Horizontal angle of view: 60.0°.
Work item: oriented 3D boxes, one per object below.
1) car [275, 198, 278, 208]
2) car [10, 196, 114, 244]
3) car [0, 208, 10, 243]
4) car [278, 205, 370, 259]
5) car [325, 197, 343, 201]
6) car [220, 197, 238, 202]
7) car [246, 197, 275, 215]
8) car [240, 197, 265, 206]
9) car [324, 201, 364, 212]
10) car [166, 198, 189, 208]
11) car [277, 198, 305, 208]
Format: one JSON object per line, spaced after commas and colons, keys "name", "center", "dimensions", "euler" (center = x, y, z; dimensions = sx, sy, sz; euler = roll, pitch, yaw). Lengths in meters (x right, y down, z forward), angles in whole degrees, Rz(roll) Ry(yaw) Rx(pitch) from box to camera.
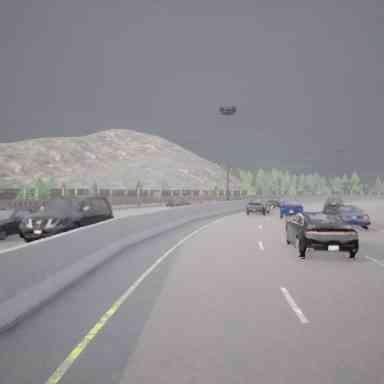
{"name": "car", "center": [11.007, 1.503, 43.039], "dimensions": [1.837, 1.490, 4.892], "euler": [0, 0, 28]}
{"name": "car", "center": [-5.635, 1.221, 15.856], "dimensions": [2.150, 2.045, 5.566], "euler": [0, 0, 10]}
{"name": "car", "center": [-9.042, 1.526, 16.422], "dimensions": [1.812, 1.442, 4.674], "euler": [0, 0, 10]}
{"name": "car", "center": [4.726, 1.493, 12.641], "dimensions": [2.128, 1.511, 4.902], "euler": [0, 0, 8]}
{"name": "car", "center": [15.992, 1.350, 37.218], "dimensions": [2.097, 1.767, 4.553], "euler": [0, 0, 25]}
{"name": "car", "center": [6.333, 1.562, 56.052], "dimensions": [1.994, 1.385, 4.181], "euler": [0, 0, 34]}
{"name": "car", "center": [6.707, 1.490, 33.513], "dimensions": [2.128, 1.511, 4.902], "euler": [0, 0, 21]}
{"name": "car", "center": [10.164, 1.545, 55.612], "dimensions": [2.033, 1.411, 5.357], "euler": [0, 0, 34]}
{"name": "car", "center": [10.102, 1.547, 21.730], "dimensions": [2.033, 1.411, 5.357], "euler": [0, 0, 15]}
{"name": "car", "center": [-2.109, 1.563, 48.401], "dimensions": [1.994, 1.385, 4.181], "euler": [0, 0, 28]}
{"name": "car", "center": [9.092, 1.476, 29.977], "dimensions": [1.882, 1.535, 5.008], "euler": [0, 0, 19]}
